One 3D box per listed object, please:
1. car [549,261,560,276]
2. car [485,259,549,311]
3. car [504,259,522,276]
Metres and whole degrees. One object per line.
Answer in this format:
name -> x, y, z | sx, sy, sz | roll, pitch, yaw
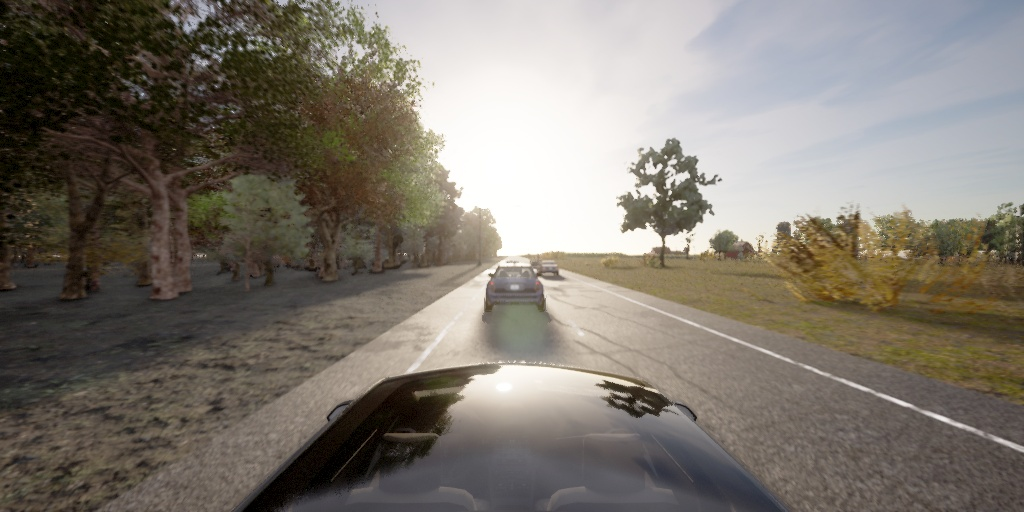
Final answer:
car -> 3.520, 1.187, 35.137 | 2.033, 1.411, 5.357 | 0, 0, 0
car -> 0.099, 1.063, 14.250 | 2.097, 1.767, 4.553 | 0, 0, 0
car -> 0.097, 1.141, 37.405 | 1.837, 1.490, 4.892 | 0, 1, 0
